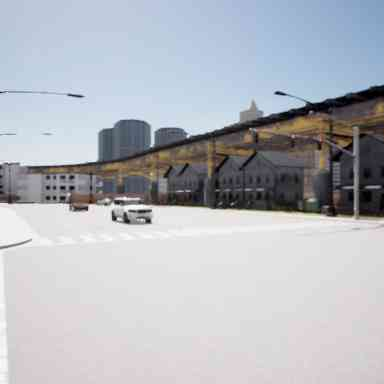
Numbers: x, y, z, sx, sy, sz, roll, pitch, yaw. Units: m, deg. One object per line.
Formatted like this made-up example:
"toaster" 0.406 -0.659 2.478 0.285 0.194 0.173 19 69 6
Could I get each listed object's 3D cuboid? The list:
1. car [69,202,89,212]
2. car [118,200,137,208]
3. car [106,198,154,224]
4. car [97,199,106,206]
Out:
"car" -15.625 2.076 46.065 1.895 1.301 4.718 0 -1 -30
"car" -11.661 2.173 60.224 1.994 1.385 4.181 0 -1 -33
"car" -5.176 1.507 28.094 2.150 2.045 5.566 0 -1 -30
"car" -17.583 2.082 67.907 4.674 1.442 1.812 -1 -1 43
